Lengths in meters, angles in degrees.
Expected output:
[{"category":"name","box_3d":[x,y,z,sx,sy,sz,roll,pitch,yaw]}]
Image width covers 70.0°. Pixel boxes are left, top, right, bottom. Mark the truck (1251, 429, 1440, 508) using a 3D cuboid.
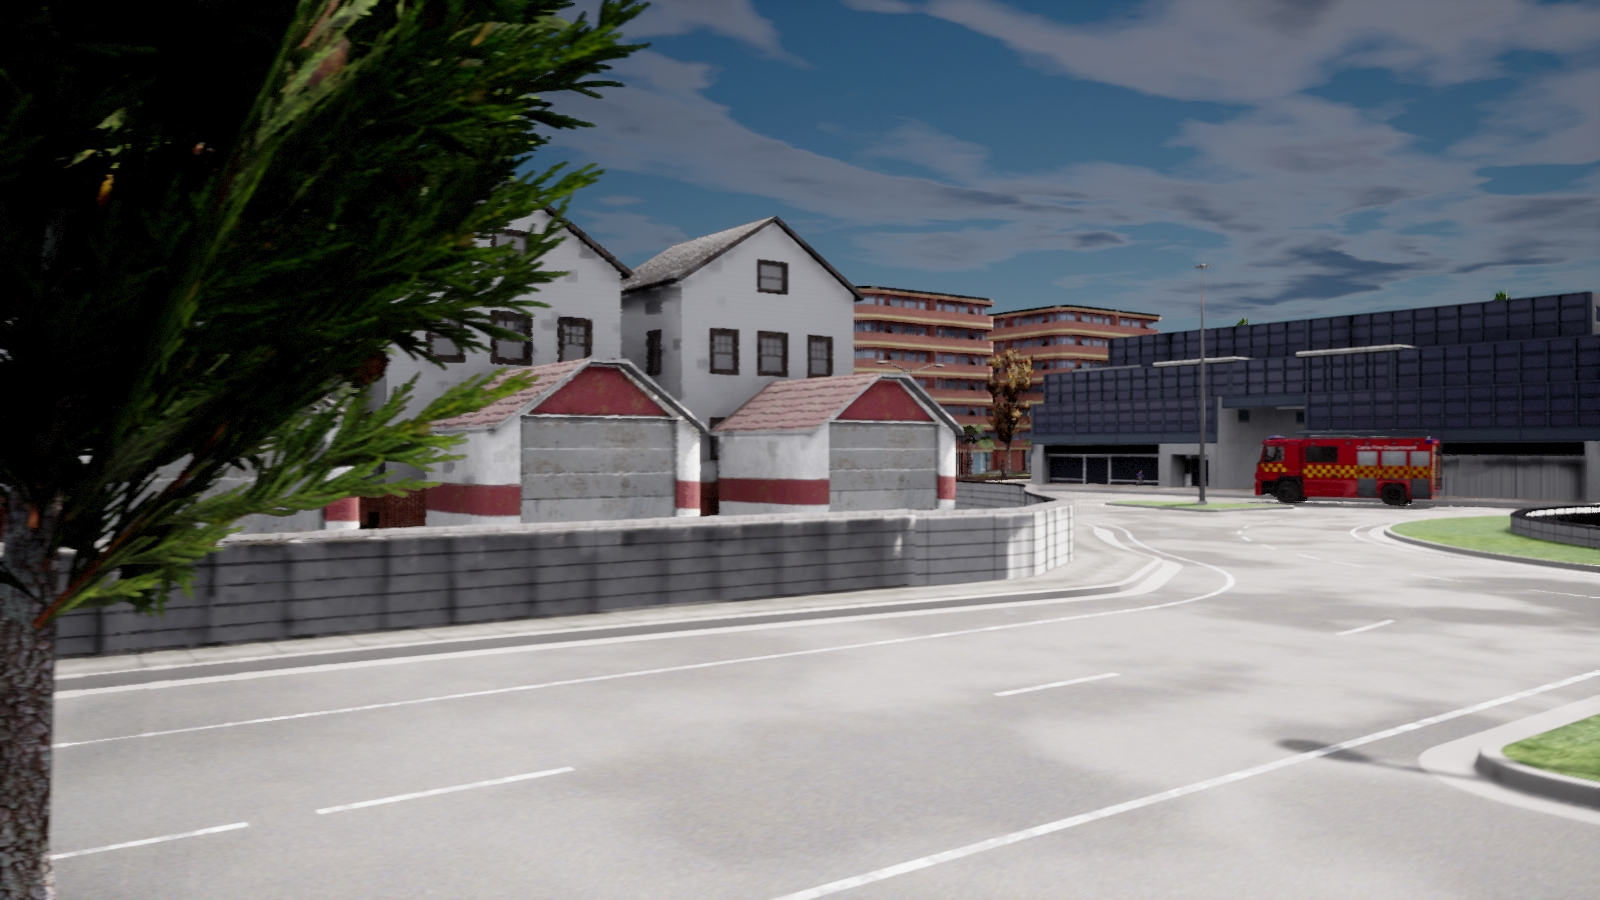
[{"category":"truck","box_3d":[28.239,0.890,59.354,8.468,3.827,2.891,0,0,36]}]
